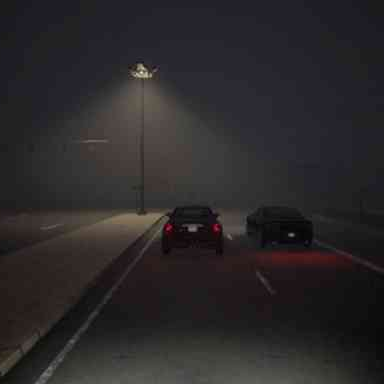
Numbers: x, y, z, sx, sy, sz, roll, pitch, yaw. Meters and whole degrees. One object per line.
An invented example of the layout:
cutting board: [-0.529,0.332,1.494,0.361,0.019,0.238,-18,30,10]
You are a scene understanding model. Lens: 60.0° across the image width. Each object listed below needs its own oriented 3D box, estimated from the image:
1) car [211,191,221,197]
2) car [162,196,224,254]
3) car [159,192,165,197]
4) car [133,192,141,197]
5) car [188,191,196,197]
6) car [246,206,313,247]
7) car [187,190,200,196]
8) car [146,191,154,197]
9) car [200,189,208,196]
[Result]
car: [6.987,0.388,94.858,2.097,1.767,4.553,0,1,0]
car: [0.040,1.219,12.996,2.097,1.767,4.553,0,1,1]
car: [-8.012,0.630,91.155,1.994,1.385,4.181,0,1,0]
car: [-15.012,0.630,91.154,1.994,1.385,4.181,0,1,0]
car: [-0.013,0.560,94.472,2.128,1.511,4.902,0,1,0]
car: [3.550,1.332,14.250,1.882,1.535,5.008,0,1,0]
car: [-0.009,0.831,63.863,1.882,1.535,5.008,0,1,0]
car: [-11.512,0.555,91.153,1.882,1.535,5.008,0,1,0]
car: [3.487,0.585,94.889,1.994,1.385,4.181,0,1,0]
